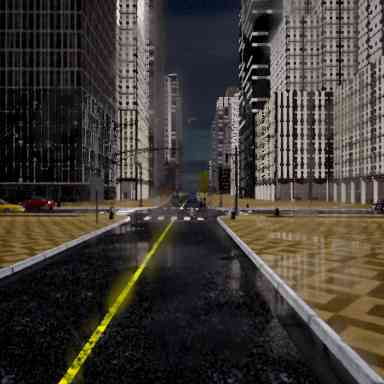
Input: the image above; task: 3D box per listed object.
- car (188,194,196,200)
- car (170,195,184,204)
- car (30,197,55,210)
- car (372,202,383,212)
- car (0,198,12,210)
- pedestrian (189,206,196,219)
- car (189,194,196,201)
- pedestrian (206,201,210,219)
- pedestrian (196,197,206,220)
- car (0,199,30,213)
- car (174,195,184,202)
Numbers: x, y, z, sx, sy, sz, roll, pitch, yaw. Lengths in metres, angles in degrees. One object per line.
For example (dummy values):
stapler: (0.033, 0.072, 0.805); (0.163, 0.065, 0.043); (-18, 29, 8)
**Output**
car: (0.051, 1.329, 93.584); (2.128, 1.511, 4.902); (0, 0, 0)
car: (-3.023, 1.337, 62.798); (2.097, 1.767, 4.553); (0, 0, 1)
car: (-19.183, 1.355, 40.968); (4.097, 1.590, 1.967); (0, -1, -1)
car: (23.707, 1.605, 38.917); (4.902, 1.511, 2.128); (0, 0, -1)
car: (-24.860, 1.432, 40.847); (4.403, 1.369, 2.008); (0, -1, -1)
pedestrian: (0.035, 1.669, 27.883); (0.500, 1.100, 0.500); (0, 0, 0)
car: (0.045, 1.508, 83.163); (2.033, 1.411, 5.357); (0, 0, 0)
pedestrian: (1.039, 1.290, 27.282); (0.375, 1.860, 0.375); (0, 0, 0)
pedestrian: (0.711, 1.289, 26.630); (0.375, 1.860, 0.375); (0, 0, 0)
car: (-18.877, 1.411, 32.331); (4.829, 1.417, 1.752); (0, -1, -1)
car: (-2.958, 1.518, 78.171); (2.033, 1.411, 5.357); (0, 0, 0)
